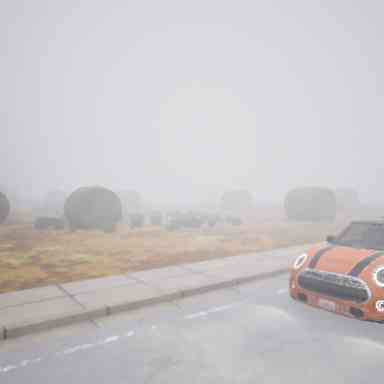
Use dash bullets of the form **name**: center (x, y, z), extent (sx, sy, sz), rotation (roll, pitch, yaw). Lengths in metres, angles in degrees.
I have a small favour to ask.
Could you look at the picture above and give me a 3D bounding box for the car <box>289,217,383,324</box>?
- **car**: center (4.140, 1.363, 7.134), extent (4.553, 1.767, 2.097), rotation (0, -1, -37)
